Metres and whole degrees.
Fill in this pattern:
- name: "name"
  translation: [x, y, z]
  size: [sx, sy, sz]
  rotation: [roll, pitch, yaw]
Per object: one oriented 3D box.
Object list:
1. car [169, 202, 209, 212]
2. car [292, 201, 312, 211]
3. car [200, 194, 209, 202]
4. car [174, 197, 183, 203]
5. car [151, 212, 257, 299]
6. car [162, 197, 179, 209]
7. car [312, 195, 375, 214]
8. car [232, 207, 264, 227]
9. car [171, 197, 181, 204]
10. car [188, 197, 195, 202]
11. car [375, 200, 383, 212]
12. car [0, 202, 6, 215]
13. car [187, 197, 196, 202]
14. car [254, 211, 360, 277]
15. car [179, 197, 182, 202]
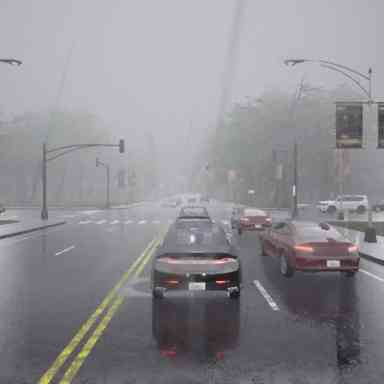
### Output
- name: "car"
  translation: [0.077, 1.517, 17.851]
  size: [2.128, 1.511, 4.902]
  rotation: [0, 0, 0]
- name: "car"
  translation: [14.811, 1.772, 40.764]
  size: [4.718, 1.301, 1.895]
  rotation: [0, 0, 0]
- name: "car"
  translation: [3.138, 1.642, 82.558]
  size: [2.150, 2.045, 5.566]
  rotation: [0, -1, 0]
- name: "car"
  translation: [-3.361, 1.946, 81.322]
  size: [2.033, 1.411, 5.357]
  rotation: [0, -1, 0]
- name: "car"
  translation: [0.088, 1.496, 8.444]
  size: [2.128, 1.511, 4.902]
  rotation: [0, 0, 0]
- name: "car"
  translation: [-3.413, 1.748, 49.169]
  size: [1.895, 1.301, 4.718]
  rotation: [0, 0, 0]
- name: "car"
  translation: [17.056, 1.399, 37.541]
  size: [5.566, 2.045, 2.150]
  rotation: [0, 0, -1]
- name: "car"
  translation: [3.335, 1.555, 18.970]
  size: [1.812, 1.442, 4.674]
  rotation: [0, 0, 1]
- name: "car"
  translation: [-3.347, 1.847, 70.880]
  size: [1.994, 1.385, 4.181]
  rotation: [0, -1, 0]
- name: "car"
  translation: [-0.127, 1.965, 92.940]
  size: [1.994, 1.385, 4.181]
  rotation: [0, -1, 0]
- name: "car"
  translation: [23.943, 1.695, 40.849]
  size: [5.008, 1.535, 1.882]
  rotation: [0, 0, 0]
- name: "car"
  translation: [-20.182, 1.224, 30.508]
  size: [5.566, 2.045, 2.150]
  rotation: [0, 0, -1]
- name: "car"
  translation: [-0.111, 1.893, 82.487]
  size: [1.882, 1.535, 5.008]
  rotation: [0, -1, 0]
- name: "car"
  translation: [3.332, 1.533, 10.162]
  size: [1.812, 1.442, 4.674]
  rotation: [0, 0, 0]
- name: "car"
  translation: [-3.401, 1.704, 60.984]
  size: [2.128, 1.511, 4.902]
  rotation: [0, 0, 0]
